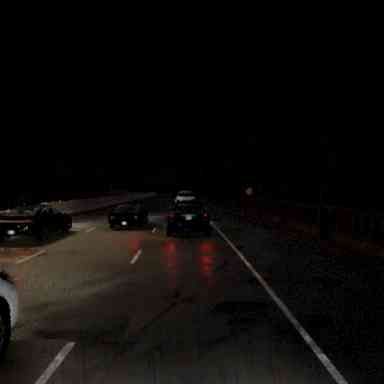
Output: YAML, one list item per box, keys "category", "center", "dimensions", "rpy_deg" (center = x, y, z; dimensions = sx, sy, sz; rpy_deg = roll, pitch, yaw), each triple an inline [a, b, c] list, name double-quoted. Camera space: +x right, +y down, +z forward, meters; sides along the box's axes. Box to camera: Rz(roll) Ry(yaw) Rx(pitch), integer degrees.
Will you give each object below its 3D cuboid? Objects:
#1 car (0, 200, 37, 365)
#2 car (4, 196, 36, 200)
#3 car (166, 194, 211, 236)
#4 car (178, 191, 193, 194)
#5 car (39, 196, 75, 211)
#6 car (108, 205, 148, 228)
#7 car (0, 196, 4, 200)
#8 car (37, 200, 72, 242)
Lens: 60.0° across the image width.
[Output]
- category: "car"
  center: [-3.411, 1.202, 2.149]
  dimensions: [2.150, 2.045, 5.566]
  rpy_deg: [0, 1, 0]
- category: "car"
  center: [-18.295, 1.225, 36.714]
  dimensions: [1.812, 1.442, 4.674]
  rpy_deg: [0, 1, -1]
- category: "car"
  center: [-0.213, 1.198, 17.478]
  dimensions: [2.097, 1.767, 4.553]
  rpy_deg: [0, 1, -2]
- category: "car"
  center: [-0.715, 0.889, 37.758]
  dimensions: [2.150, 2.045, 5.566]
  rpy_deg: [0, 0, -1]
- category: "car"
  center: [-14.796, 1.192, 36.795]
  dimensions: [2.128, 1.511, 4.902]
  rpy_deg: [0, 1, -1]
- category: "car"
  center: [-3.795, 1.419, 20.587]
  dimensions: [1.895, 1.301, 4.718]
  rpy_deg: [0, 1, -2]
- category: "car"
  center: [-21.794, 1.222, 36.634]
  dimensions: [1.837, 1.490, 4.892]
  rpy_deg: [0, 1, -1]
- category: "car"
  center: [-7.155, 1.355, 15.483]
  dimensions: [2.128, 1.511, 4.902]
  rpy_deg: [0, 1, -2]
